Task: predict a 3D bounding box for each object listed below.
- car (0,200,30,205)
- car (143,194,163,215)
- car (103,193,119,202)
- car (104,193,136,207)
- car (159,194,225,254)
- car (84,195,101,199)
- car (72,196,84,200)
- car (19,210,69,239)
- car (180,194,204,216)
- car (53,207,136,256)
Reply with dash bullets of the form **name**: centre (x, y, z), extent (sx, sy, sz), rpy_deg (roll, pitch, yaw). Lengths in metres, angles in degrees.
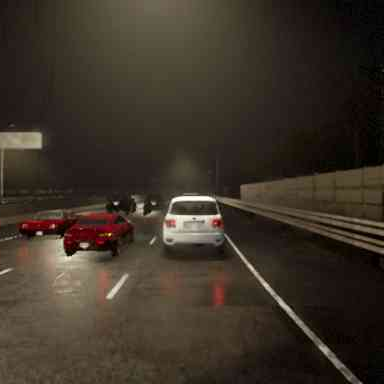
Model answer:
- **car**: centre (-17.725, 1.542, 33.923), extent (1.994, 1.385, 4.181), rpy_deg (0, 0, 0)
- **car**: centre (-3.525, 1.199, 33.334), extent (2.150, 2.045, 5.566), rpy_deg (0, 0, 0)
- **car**: centre (-18.080, 1.142, 74.422), extent (2.150, 2.045, 5.566), rpy_deg (0, 0, -1)
- **car**: centre (-7.024, 1.199, 33.323), extent (2.150, 2.045, 5.566), rpy_deg (0, 0, 0)
- **car**: centre (0.068, 1.211, 13.610), extent (2.150, 2.045, 5.566), rpy_deg (0, 0, 0)
- **car**: centre (-21.574, 1.462, 73.981), extent (2.033, 1.411, 5.357), rpy_deg (0, 0, -1)
- **car**: centre (-25.073, 1.475, 73.926), extent (1.994, 1.385, 4.181), rpy_deg (0, 0, -1)
- **car**: centre (-6.940, 1.589, 17.349), extent (1.895, 1.301, 4.718), rpy_deg (0, 0, 0)
- **car**: centre (-0.025, 1.199, 33.372), extent (2.150, 2.045, 5.566), rpy_deg (0, 0, 0)
- **car**: centre (-3.430, 1.516, 12.892), extent (1.812, 1.442, 4.674), rpy_deg (0, 0, 0)
